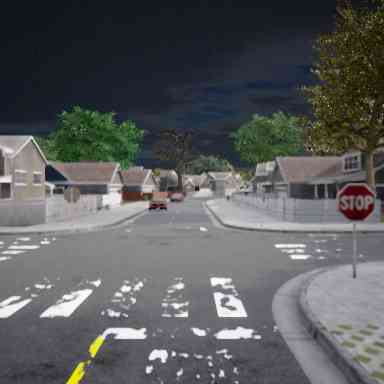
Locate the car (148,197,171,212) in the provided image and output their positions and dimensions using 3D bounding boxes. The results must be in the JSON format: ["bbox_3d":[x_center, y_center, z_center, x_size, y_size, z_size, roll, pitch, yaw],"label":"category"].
[{"bbox_3d":[-3.422,1.251,33.761,1.895,1.301,4.718,0,1,-5],"label":"car"}]

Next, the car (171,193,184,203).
[{"bbox_3d":[-2.350,0.939,52.167,1.882,1.535,5.008,0,1,4],"label":"car"}]
